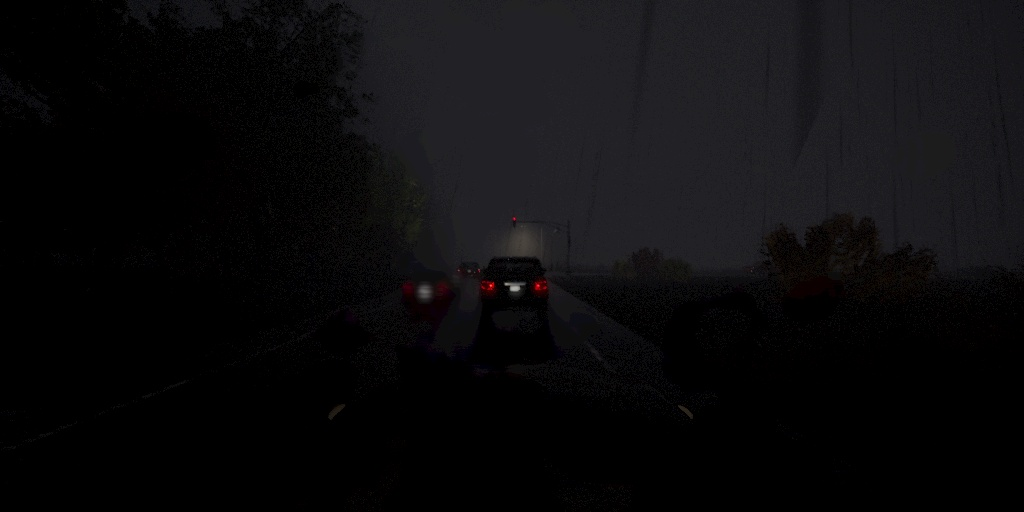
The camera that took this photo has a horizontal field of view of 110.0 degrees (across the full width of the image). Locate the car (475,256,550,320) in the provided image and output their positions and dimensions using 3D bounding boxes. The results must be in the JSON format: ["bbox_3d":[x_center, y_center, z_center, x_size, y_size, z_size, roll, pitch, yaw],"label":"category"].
[{"bbox_3d":[0.098,1.031,12.972,2.150,2.045,5.566,0,0,0],"label":"car"}]

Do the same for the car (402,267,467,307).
[{"bbox_3d":[-3.401,1.387,16.001,1.994,1.385,4.181,0,0,0],"label":"car"}]

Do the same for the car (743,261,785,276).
[{"bbox_3d":[34.715,1.637,48.911,5.566,2.045,2.150,1,-1,1],"label":"car"}]

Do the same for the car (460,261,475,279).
[{"bbox_3d":[-3.400,1.249,30.654,2.097,1.767,4.553,0,0,0],"label":"car"}]
